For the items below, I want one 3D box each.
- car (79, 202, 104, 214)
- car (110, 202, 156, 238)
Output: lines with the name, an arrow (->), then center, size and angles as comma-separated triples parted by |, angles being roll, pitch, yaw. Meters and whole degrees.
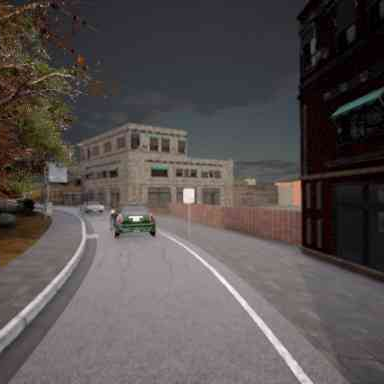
car -> -11.610, 1.755, 38.157 | 1.895, 1.301, 4.718 | 0, 0, -29
car -> -3.365, 1.393, 18.454 | 2.097, 1.767, 4.553 | 0, 0, -17
